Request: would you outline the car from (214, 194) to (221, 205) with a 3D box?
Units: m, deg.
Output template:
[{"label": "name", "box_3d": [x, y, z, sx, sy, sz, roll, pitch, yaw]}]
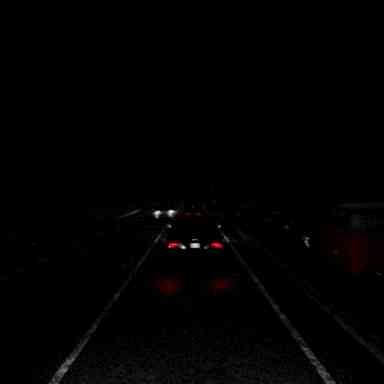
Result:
[{"label": "car", "box_3d": [5.614, 1.359, 42.062, 4.792, 1.488, 2.163, 0, 0, 0]}]

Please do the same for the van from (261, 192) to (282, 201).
[{"label": "van", "box_3d": [18.798, 1.018, 78.564, 4.442, 1.987, 1.878, 0, 0, 0]}]

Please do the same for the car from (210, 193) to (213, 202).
[{"label": "car", "box_3d": [5.818, 1.290, 50.472, 5.366, 1.575, 1.946, 0, 0, 0]}]

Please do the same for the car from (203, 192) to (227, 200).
[{"label": "car", "box_3d": [5.630, 0.994, 81.303, 5.566, 2.045, 2.435, 0, 0, 0]}]

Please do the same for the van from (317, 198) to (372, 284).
[{"label": "van", "box_3d": [5.803, 1.248, 8.422, 4.442, 1.987, 1.878, 0, 0, 0]}]

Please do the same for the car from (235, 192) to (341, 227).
[{"label": "car", "box_3d": [5.643, 1.174, 19.635, 5.566, 2.045, 2.435, 0, 0, 0]}]

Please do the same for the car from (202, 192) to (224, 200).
[{"label": "car", "box_3d": [5.632, 1.009, 89.714, 5.566, 2.045, 2.435, 0, 0, 0]}]

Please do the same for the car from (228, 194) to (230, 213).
[{"label": "car", "box_3d": [5.630, 1.264, 28.045, 4.553, 1.767, 2.185, 0, 0, 0]}]

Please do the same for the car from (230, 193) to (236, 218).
[{"label": "car", "box_3d": [5.640, 1.162, 22.438, 5.566, 2.045, 2.435, 0, 0, 0]}]

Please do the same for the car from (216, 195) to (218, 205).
[{"label": "car", "box_3d": [5.618, 1.371, 39.259, 4.792, 1.488, 2.163, 0, 0, 0]}]

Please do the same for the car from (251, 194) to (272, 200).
[{"label": "car", "box_3d": [18.689, 1.259, 89.699, 5.008, 1.535, 2.097, 0, 0, 0]}]

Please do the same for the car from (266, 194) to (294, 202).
[{"label": "car", "box_3d": [18.502, 1.250, 70.206, 5.366, 1.575, 1.946, 0, 0, 0]}]

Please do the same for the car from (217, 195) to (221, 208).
[{"label": "car", "box_3d": [5.645, 1.353, 36.455, 5.008, 1.535, 2.097, 0, 0, 0]}]

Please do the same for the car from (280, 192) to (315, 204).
[{"label": "car", "box_3d": [18.673, 1.016, 59.067, 5.566, 2.045, 2.435, 0, 0, 0]}]

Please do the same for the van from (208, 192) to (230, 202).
[{"label": "van", "box_3d": [5.724, 1.028, 70.092, 4.442, 1.987, 1.878, 0, 0, 0]}]

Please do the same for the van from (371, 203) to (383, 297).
[{"label": "van", "box_3d": [5.806, 1.260, 5.619, 4.442, 1.987, 1.878, 0, 0, 0]}]

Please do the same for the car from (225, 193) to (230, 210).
[{"label": "car", "box_3d": [5.689, 1.252, 30.848, 4.553, 1.767, 2.185, 0, 0, 0]}]

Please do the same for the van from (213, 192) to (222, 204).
[{"label": "van", "box_3d": [5.523, 1.091, 44.864, 4.442, 1.987, 1.878, 0, 0, 0]}]

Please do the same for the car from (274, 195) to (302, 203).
[{"label": "car", "box_3d": [18.665, 1.289, 64.635, 4.792, 1.488, 2.163, 0, 0, 0]}]

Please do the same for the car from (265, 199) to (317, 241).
[{"label": "car", "box_3d": [5.710, 1.324, 14.029, 4.553, 1.767, 2.185, 0, 0, 0]}]

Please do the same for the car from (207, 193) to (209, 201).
[{"label": "car", "box_3d": [5.593, 1.297, 58.879, 4.792, 1.488, 2.163, 0, 0, 0]}]

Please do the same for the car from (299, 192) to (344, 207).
[{"label": "car", "box_3d": [18.687, 1.053, 48.049, 5.566, 2.045, 2.435, 0, 0, 0]}]

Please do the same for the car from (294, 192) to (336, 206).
[{"label": "car", "box_3d": [18.683, 1.041, 50.711, 5.566, 2.045, 2.435, 0, 0, 0]}]

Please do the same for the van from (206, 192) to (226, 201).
[{"label": "van", "box_3d": [5.487, 1.022, 75.698, 4.442, 1.987, 1.878, 0, 0, 0]}]

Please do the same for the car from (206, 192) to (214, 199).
[{"label": "car", "box_3d": [5.614, 1.264, 61.677, 4.892, 1.521, 2.231, 0, 0, 0]}]

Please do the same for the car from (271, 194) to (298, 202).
[{"label": "car", "box_3d": [18.685, 1.256, 67.420, 5.008, 1.535, 2.097, 0, 0, 0]}]

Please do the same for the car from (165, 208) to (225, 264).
[{"label": "car", "box_3d": [0.086, 1.523, 11.705, 2.033, 1.411, 5.357, 0, 0, 0]}]

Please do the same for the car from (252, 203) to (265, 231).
[{"label": "car", "box_3d": [5.673, 1.477, 16.833, 4.674, 1.452, 2.002, 0, 0, 0]}]

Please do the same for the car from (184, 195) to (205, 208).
[{"label": "car", "box_3d": [0.102, 1.364, 38.280, 2.128, 1.511, 4.902, 0, 0, 0]}]

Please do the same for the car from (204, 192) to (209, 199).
[{"label": "car", "box_3d": [5.643, 1.008, 64.484, 5.566, 2.045, 2.435, 0, 0, 0]}]

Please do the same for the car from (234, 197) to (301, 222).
[{"label": "car", "box_3d": [5.634, 1.276, 25.242, 4.553, 1.767, 2.185, 0, 0, 0]}]

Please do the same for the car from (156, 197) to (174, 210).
[{"label": "car", "box_3d": [-3.247, 1.343, 40.119, 1.882, 1.535, 5.008, 0, 0, 0]}]

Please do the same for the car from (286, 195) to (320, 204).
[{"label": "car", "box_3d": [18.700, 1.275, 56.280, 5.008, 1.535, 2.097, 0, 0, 0]}]

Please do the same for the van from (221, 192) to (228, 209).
[{"label": "van", "box_3d": [5.537, 1.140, 33.651, 4.442, 1.987, 1.878, 0, 0, 0]}]

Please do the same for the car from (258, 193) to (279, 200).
[{"label": "car", "box_3d": [18.650, 1.119, 81.344, 4.553, 1.767, 2.185, 0, 0, 0]}]

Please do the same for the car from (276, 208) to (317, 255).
[{"label": "car", "box_3d": [5.676, 1.463, 11.226, 4.892, 1.521, 2.231, 0, 0, 0]}]
